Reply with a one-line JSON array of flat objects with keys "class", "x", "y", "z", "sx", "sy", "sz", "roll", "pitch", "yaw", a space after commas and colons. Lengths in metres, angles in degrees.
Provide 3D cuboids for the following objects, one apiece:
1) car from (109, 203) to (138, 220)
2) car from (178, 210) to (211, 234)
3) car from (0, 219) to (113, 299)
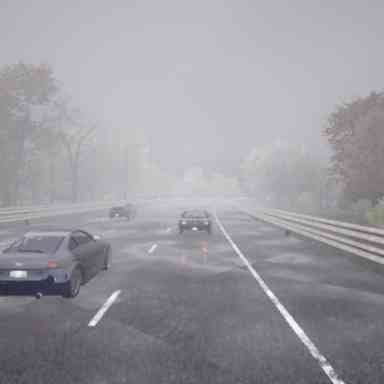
[{"class": "car", "x": -6.415, "y": 1.768, "z": 31.360, "sx": 1.837, "sy": 1.490, "sz": 4.892, "roll": 0, "pitch": -1, "yaw": 2}, {"class": "car", "x": 0.219, "y": 1.789, "z": 20.805, "sx": 1.895, "sy": 1.301, "sz": 4.718, "roll": 0, "pitch": -1, "yaw": 1}, {"class": "car", "x": -3.453, "y": 1.628, "z": 8.656, "sx": 1.994, "sy": 1.385, "sz": 4.181, "roll": 0, "pitch": -1, "yaw": 0}]
